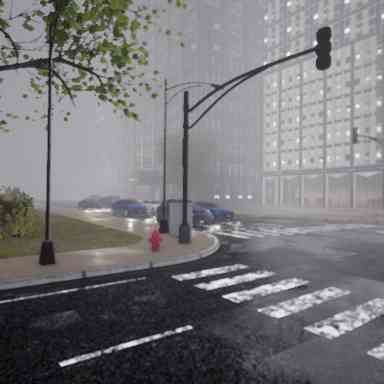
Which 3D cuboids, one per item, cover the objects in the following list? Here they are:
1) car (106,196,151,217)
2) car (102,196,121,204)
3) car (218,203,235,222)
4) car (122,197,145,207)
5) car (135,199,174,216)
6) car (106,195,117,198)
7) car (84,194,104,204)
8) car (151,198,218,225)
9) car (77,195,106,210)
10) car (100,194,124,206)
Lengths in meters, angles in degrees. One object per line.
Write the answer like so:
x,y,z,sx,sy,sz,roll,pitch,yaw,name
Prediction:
-5.731,1.363,30.058,1.882,1.535,5.008,1,0,-34,car
-15.010,1.501,61.825,1.812,1.442,4.674,1,0,-34,car
1.219,1.419,25.470,1.882,1.535,5.008,1,0,-34,car
-9.476,1.517,53.493,1.812,1.442,4.674,1,0,-34,car
-3.805,1.455,33.027,1.812,1.442,4.674,1,0,-33,car
-11.039,1.387,43.951,1.882,1.535,5.008,1,-1,-33,car
-17.699,1.282,60.003,2.097,1.767,4.553,1,0,-34,car
-0.624,1.250,22.377,2.097,1.767,4.553,1,0,-34,car
-12.397,1.432,40.111,1.994,1.385,4.181,1,0,-33,car
-12.656,1.297,52.451,2.097,1.767,4.553,1,0,-33,car
